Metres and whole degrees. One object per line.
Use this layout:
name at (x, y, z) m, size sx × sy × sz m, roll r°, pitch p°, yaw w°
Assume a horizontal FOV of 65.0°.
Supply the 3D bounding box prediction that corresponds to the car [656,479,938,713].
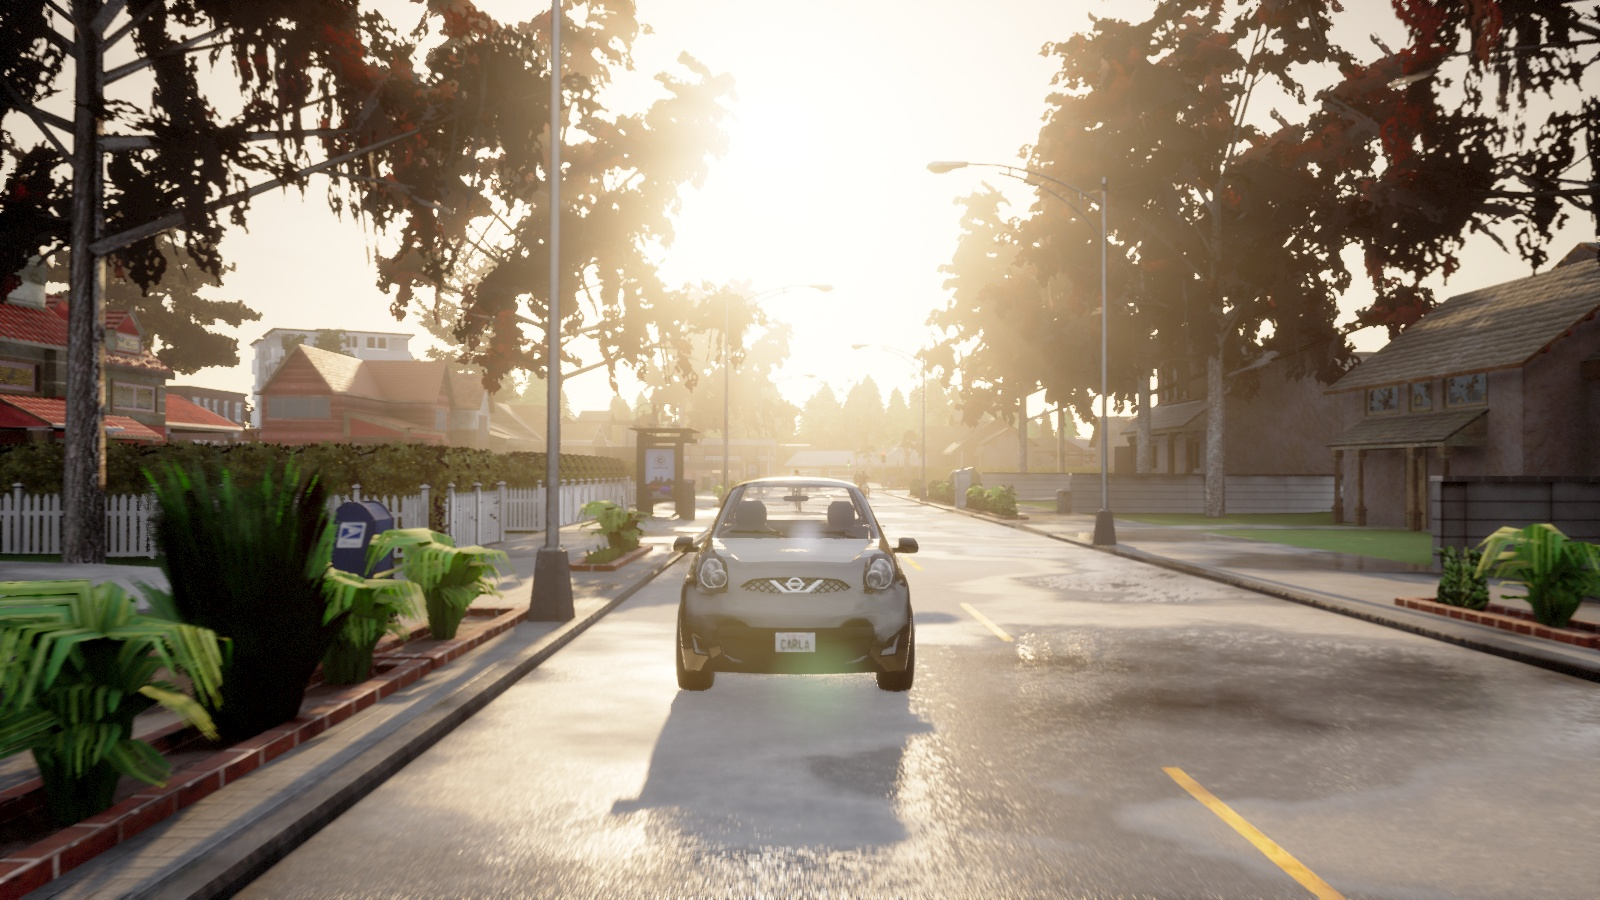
car at (-0.025, 0.997, 10.052) m, size 1.845 × 1.501 × 3.633 m, roll 0°, pitch -1°, yaw 0°
